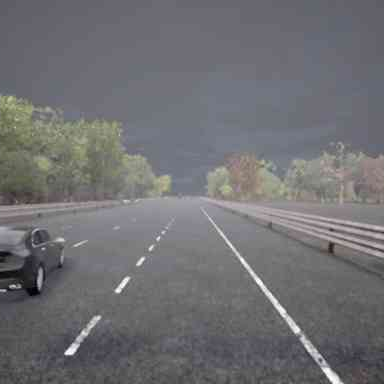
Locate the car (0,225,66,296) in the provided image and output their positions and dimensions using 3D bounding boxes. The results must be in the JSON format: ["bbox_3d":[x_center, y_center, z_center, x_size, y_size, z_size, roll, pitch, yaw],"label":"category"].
[{"bbox_3d":[-4.617,1.648,8.763,1.837,1.490,4.892,0,-3,-12],"label":"car"}]
